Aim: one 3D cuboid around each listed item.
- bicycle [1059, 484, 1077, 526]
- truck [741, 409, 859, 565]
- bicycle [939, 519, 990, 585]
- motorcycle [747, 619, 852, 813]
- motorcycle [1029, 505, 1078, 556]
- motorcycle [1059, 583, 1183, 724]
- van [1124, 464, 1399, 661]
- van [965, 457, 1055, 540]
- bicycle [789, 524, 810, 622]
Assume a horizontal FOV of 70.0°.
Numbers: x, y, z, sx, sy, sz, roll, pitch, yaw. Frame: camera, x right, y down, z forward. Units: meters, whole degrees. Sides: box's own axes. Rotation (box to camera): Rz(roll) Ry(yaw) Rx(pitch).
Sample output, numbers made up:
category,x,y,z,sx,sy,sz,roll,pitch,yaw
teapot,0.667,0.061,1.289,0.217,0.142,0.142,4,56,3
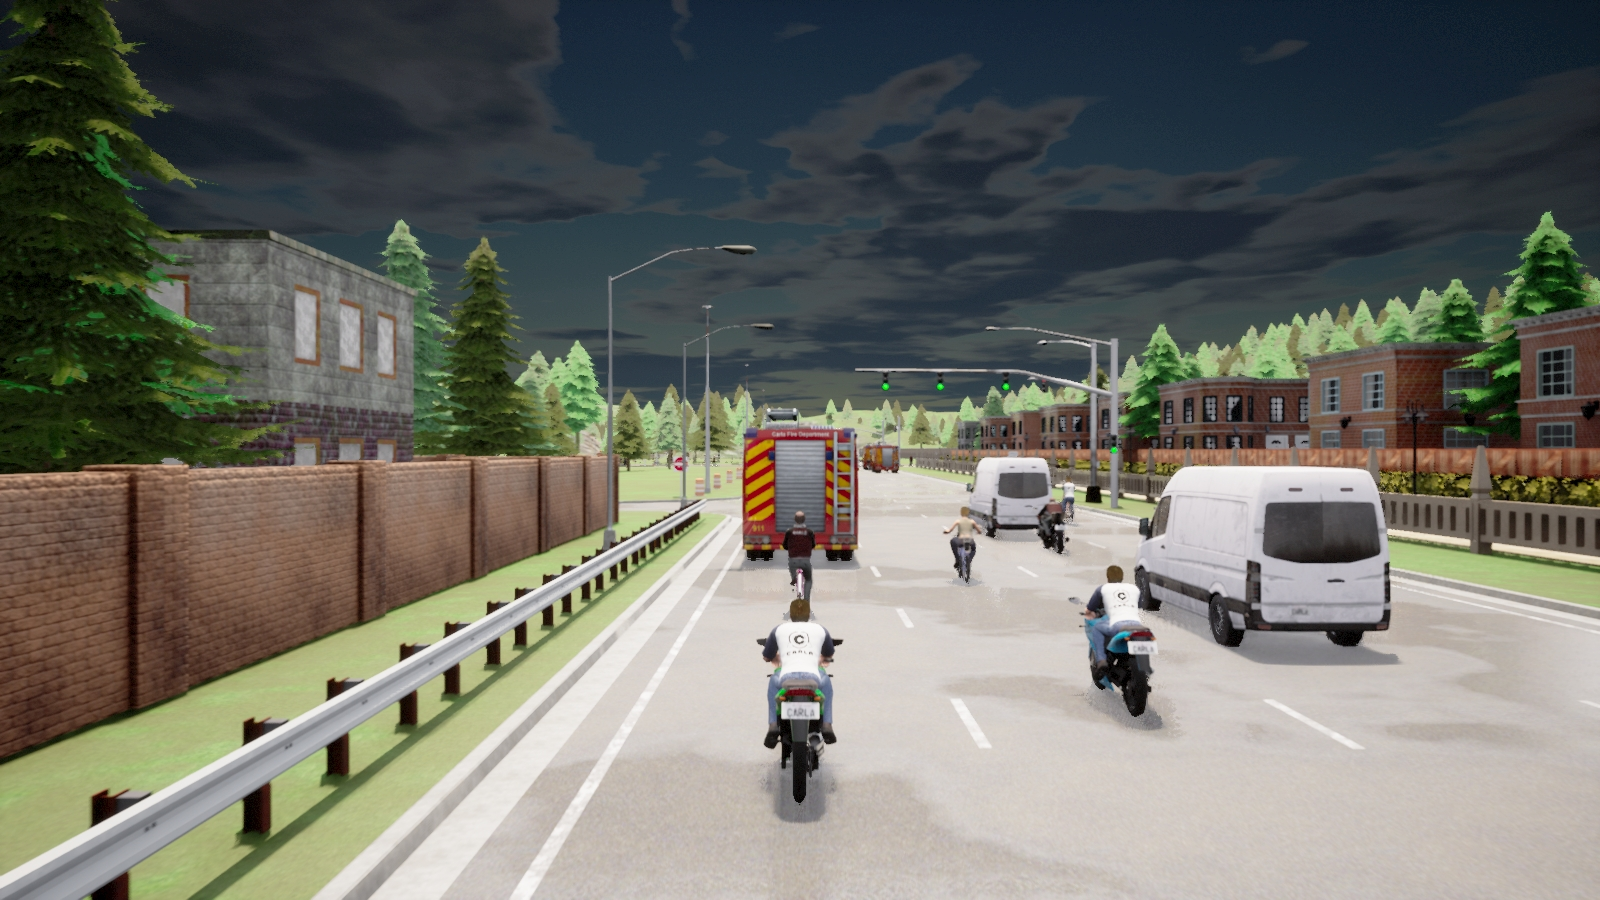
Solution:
category,x,y,z,sx,sy,sz,roll,pitch,yaw
bicycle,10.081,2.058,42.955,0.373,1.496,1.643,0,-1,4
truck,-0.008,0.892,32.263,2.891,3.827,8.468,0,0,0
bicycle,3.498,2.159,24.396,0.859,1.277,1.487,0,0,0
motorcycle,-0.001,2.185,9.760,0.803,1.199,2.033,0,-1,0
motorcycle,6.998,2.206,31.649,0.867,1.251,2.209,0,0,0
motorcycle,3.498,2.187,12.639,0.803,1.199,2.033,0,0,0
van,6.995,1.535,18.192,1.988,2.561,5.915,0,0,0
van,6.993,1.537,38.701,1.988,2.561,5.915,0,0,0
bicycle,-0.009,2.061,19.535,0.329,1.471,1.835,0,0,0
